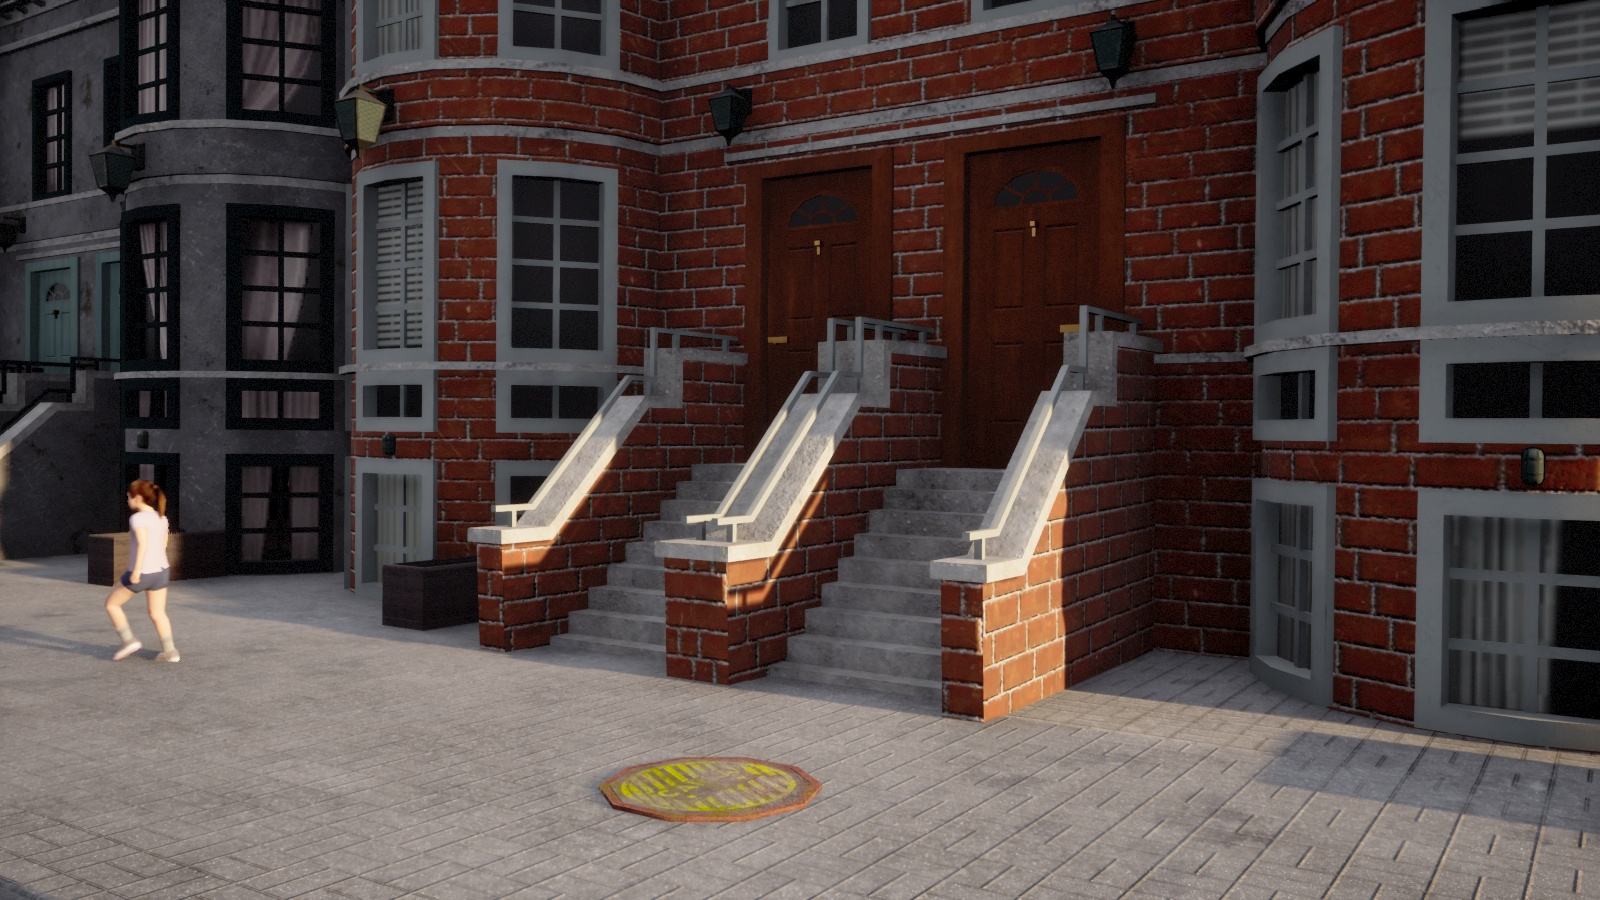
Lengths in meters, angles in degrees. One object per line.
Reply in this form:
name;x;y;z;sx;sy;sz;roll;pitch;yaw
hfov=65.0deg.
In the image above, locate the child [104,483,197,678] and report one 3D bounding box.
child;-3.810;0.755;7.370;0.394;1.110;0.255;0;1;10
